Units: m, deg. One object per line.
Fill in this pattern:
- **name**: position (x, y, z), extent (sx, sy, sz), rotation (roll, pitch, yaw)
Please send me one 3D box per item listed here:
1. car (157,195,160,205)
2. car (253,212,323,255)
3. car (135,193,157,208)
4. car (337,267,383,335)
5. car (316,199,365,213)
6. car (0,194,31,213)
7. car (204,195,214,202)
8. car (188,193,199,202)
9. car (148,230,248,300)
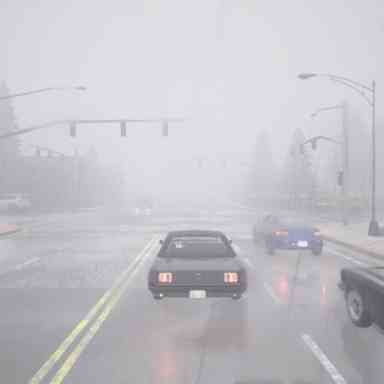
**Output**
- **car**: position (-6.827, 1.350, 59.001), extent (2.097, 1.767, 4.553), rotation (0, 0, 1)
- **car**: position (3.633, 1.525, 13.153), extent (1.812, 1.442, 4.674), rotation (0, 0, 0)
- **car**: position (-6.876, 1.220, 48.990), extent (2.150, 2.045, 5.566), rotation (0, 0, 1)
- **car**: position (3.612, 1.601, 4.050), extent (1.895, 1.301, 4.718), rotation (0, 0, 0)
- **car**: position (16.069, 1.476, 36.137), extent (5.008, 1.535, 1.882), rotation (0, 0, 0)
- **car**: position (-20.805, 1.220, 36.693), extent (5.566, 2.045, 2.150), rotation (0, 0, 0)
- **car**: position (3.810, 1.352, 75.038), extent (2.097, 1.767, 4.553), rotation (0, 0, 0)
- **car**: position (0.306, 1.222, 74.932), extent (2.150, 2.045, 5.566), rotation (0, 0, 0)
- **car**: position (0.097, 1.601, 8.361), extent (1.895, 1.301, 4.718), rotation (0, 0, 0)
